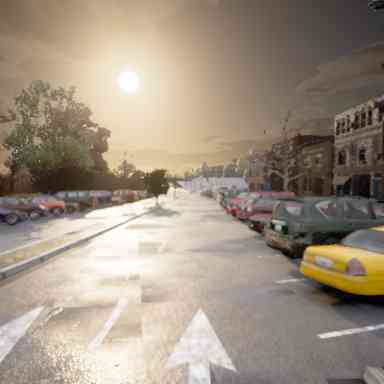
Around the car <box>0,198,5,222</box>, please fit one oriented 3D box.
[{"bbox_3d":[-13.108,1.315,17.252,5.366,1.575,1.946,-1,1,-18],"label":"car"}]

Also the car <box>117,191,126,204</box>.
[{"bbox_3d":[-12.056,1.001,44.987,5.366,1.575,1.946,-1,0,-19],"label":"car"}]

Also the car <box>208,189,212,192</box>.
[{"bbox_3d":[6.396,0.653,67.726,4.553,1.767,2.185,1,0,-20],"label":"car"}]

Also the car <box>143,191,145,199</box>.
[{"bbox_3d":[-11.826,0.681,62.764,4.553,1.767,2.185,-1,1,-19],"label":"car"}]

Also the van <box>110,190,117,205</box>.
[{"bbox_3d":[-12.200,0.812,41.989,4.442,1.987,1.878,-1,0,-19],"label":"van"}]

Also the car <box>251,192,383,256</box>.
[{"bbox_3d":[5.058,1.169,10.551,5.566,2.045,2.435,1,0,-18],"label":"car"}]

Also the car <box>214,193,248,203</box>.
[{"bbox_3d":[6.189,0.983,52.666,4.792,1.488,2.163,1,0,-19],"label":"car"}]

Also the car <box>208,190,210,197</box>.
[{"bbox_3d":[6.379,0.815,64.708,4.892,1.521,2.231,1,0,-19],"label":"car"}]

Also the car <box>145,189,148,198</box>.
[{"bbox_3d":[-11.815,0.774,65.722,5.008,1.535,2.097,-1,1,-19],"label":"car"}]

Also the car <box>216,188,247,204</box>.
[{"bbox_3d":[5.605,0.941,31.598,5.566,2.045,2.435,1,1,-19],"label":"car"}]

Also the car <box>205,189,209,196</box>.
[{"bbox_3d":[6.370,0.637,79.812,5.008,1.535,2.097,1,1,-21],"label":"car"}]

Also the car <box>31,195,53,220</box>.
[{"bbox_3d":[-12.788,1.114,24.089,4.553,1.767,2.185,-1,0,-18],"label":"car"}]

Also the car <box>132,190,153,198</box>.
[{"bbox_3d":[-11.951,0.485,80.524,4.553,1.767,2.185,-1,0,-21],"label":"car"}]

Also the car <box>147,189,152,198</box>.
[{"bbox_3d":[-11.840,0.739,71.633,4.792,1.488,2.163,-1,1,-20],"label":"car"}]

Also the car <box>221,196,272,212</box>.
[{"bbox_3d":[5.675,1.188,34.608,4.792,1.488,2.163,1,1,-19],"label":"car"}]

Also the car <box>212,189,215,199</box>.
[{"bbox_3d":[5.963,0.805,43.641,5.566,2.045,2.435,1,0,-19],"label":"car"}]

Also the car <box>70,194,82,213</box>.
[{"bbox_3d":[-12.605,1.213,30.050,4.674,1.452,2.002,-1,0,-19],"label":"car"}]

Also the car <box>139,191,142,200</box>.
[{"bbox_3d":[-11.778,0.868,56.885,5.366,1.575,1.946,-1,0,-19],"label":"car"}]

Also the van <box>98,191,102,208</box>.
[{"bbox_3d":[-12.345,0.879,36.035,4.442,1.987,1.878,-1,0,-18],"label":"van"}]

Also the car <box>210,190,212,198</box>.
[{"bbox_3d":[6.469,0.884,58.743,5.366,1.575,1.946,1,0,-19],"label":"car"}]

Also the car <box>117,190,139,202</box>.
[{"bbox_3d":[-12.043,0.656,53.835,5.566,2.045,2.435,-1,1,-19],"label":"car"}]

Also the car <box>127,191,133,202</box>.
[{"bbox_3d":[-12.060,0.969,50.889,4.792,1.488,2.163,-1,0,-19],"label":"car"}]

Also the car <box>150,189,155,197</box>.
[{"bbox_3d":[-11.857,0.642,77.571,5.008,1.535,2.097,-1,1,-21],"label":"car"}]

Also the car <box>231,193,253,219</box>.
[{"bbox_3d":[5.354,1.169,22.592,4.553,1.767,2.185,1,0,-18],"label":"car"}]

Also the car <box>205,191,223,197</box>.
[{"bbox_3d":[6.020,0.534,91.892,4.674,1.452,2.002,1,1,-23],"label":"car"}]

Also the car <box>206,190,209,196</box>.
[{"bbox_3d":[6.422,0.707,73.775,5.008,1.535,2.097,1,0,-21],"label":"car"}]

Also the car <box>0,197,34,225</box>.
[{"bbox_3d":[-12.820,1.307,20.721,4.792,1.488,2.163,-1,0,-19],"label":"car"}]

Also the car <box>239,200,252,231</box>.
[{"bbox_3d":[5.213,1.364,16.578,5.008,1.535,2.097,1,1,-18],"label":"car"}]

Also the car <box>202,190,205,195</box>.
[{"bbox_3d":[6.284,0.349,82.816,5.566,2.045,2.435,1,1,-22],"label":"car"}]

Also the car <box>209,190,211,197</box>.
[{"bbox_3d":[6.359,0.849,61.690,5.008,1.535,2.097,1,1,-19],"label":"car"}]

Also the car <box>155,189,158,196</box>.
[{"bbox_3d":[-12.051,0.418,86.461,4.553,1.767,2.185,-1,1,-22],"label":"car"}]

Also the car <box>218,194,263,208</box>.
[{"bbox_3d":[5.860,1.090,40.627,5.008,1.535,2.097,1,1,-19],"label":"car"}]

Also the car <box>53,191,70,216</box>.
[{"bbox_3d":[-12.649,1.080,27.077,4.553,1.767,2.185,-1,1,-19],"label":"car"}]

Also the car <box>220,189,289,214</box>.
[{"bbox_3d":[5.447,1.010,25.586,5.566,2.045,2.435,1,1,-19],"label":"car"}]

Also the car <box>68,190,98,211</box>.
[{"bbox_3d":[-12.557,0.889,33.009,5.566,2.045,2.435,-1,1,-19],"label":"car"}]

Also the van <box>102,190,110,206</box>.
[{"bbox_3d":[-12.273,0.846,39.011,4.442,1.987,1.878,-1,0,-19],"label":"van"}]

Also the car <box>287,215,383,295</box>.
[{"bbox_3d":[5.117,1.439,7.576,5.366,1.575,1.946,1,0,-18],"label":"car"}]

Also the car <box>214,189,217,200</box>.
[{"bbox_3d":[5.809,0.873,37.635,5.566,2.045,2.435,1,0,-19],"label":"car"}]

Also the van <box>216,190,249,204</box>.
[{"bbox_3d":[5.983,0.761,49.598,4.442,1.987,1.878,1,1,-19],"label":"van"}]

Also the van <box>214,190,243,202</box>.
[{"bbox_3d":[6.126,0.692,55.621,4.442,1.987,1.878,1,1,-19],"label":"van"}]

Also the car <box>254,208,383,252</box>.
[{"bbox_3d":[5.119,1.435,13.554,4.674,1.452,2.002,1,1,-18],"label":"car"}]

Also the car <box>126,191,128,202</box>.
[{"bbox_3d":[-12.186,1.003,47.888,4.792,1.488,2.163,-1,1,-19],"label":"car"}]
